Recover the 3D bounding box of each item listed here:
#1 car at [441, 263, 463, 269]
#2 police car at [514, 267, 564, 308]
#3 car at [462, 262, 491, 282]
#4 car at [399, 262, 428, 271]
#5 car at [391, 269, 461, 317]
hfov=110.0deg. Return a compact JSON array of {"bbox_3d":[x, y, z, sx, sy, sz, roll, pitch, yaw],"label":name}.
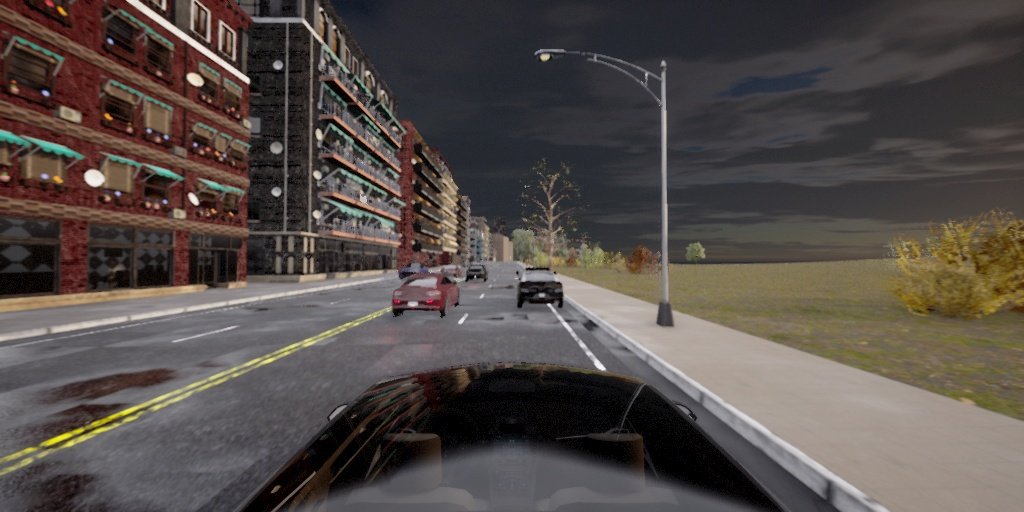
[{"bbox_3d":[-6.597,1.626,38.735,1.812,1.442,4.674,0,-1,0],"label":"car"},{"bbox_3d":[1.139,1.314,16.251,1.930,1.638,5.238,0,-1,0],"label":"police car"},{"bbox_3d":[-3.147,1.555,33.260,1.837,1.490,4.892,0,0,0],"label":"car"},{"bbox_3d":[-9.848,1.427,36.090,2.097,1.767,4.553,0,-1,0],"label":"car"},{"bbox_3d":[-3.151,1.391,13.702,1.812,1.442,4.674,0,-1,0],"label":"car"}]
